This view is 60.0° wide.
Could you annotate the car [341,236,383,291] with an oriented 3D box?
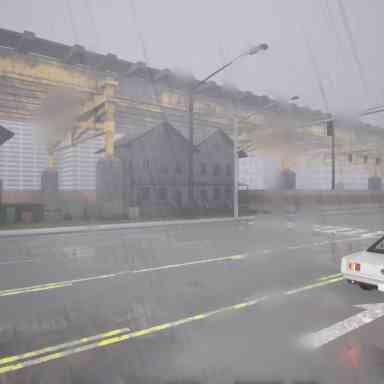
[{"bbox_3d":[5.616,1.601,7.776,4.718,1.301,1.895,0,0,-35],"label":"car"}]
